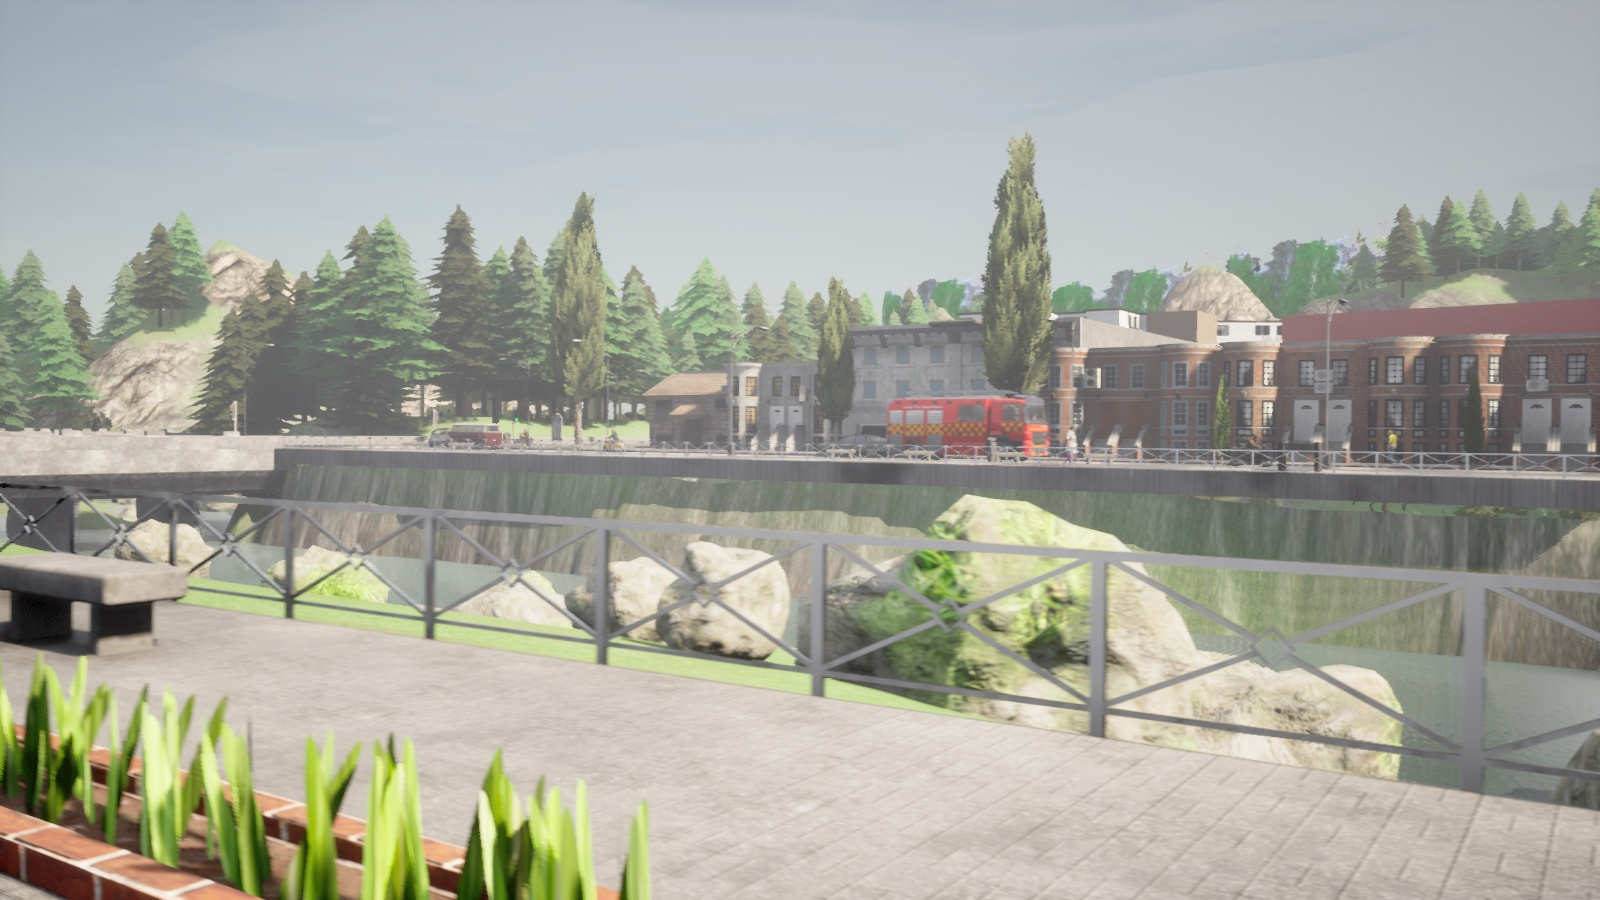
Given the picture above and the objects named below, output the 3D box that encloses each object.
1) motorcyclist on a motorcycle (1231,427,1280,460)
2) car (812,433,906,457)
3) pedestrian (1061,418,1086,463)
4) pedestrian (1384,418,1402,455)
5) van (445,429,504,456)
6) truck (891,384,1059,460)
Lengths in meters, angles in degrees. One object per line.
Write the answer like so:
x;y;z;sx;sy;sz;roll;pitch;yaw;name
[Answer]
21.469;-0.289;59.184;2.044;1.523;0.797;0;1;34;motorcyclist on a motorcycle
3.542;-0.289;75.888;5.357;1.411;2.033;0;1;34;car
12.060;-0.423;55.354;0.873;1.952;0.659;0;1;35;pedestrian
29.575;-0.681;62.617;0.354;1.836;0.706;-1;1;-28;pedestrian
-24.518;-0.584;94.513;4.442;1.987;1.775;0;1;34;van
9.287;-1.435;67.250;8.468;3.827;2.891;0;1;34;truck
